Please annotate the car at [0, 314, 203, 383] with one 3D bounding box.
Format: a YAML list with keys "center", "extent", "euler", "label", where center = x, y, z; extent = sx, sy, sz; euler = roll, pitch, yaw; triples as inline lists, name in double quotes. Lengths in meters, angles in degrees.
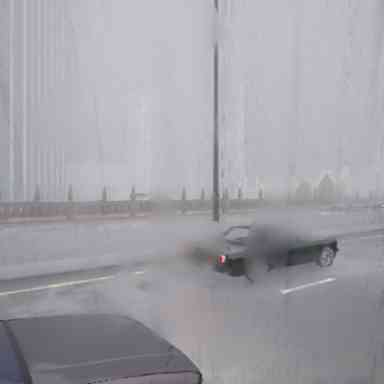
- center: [-2.435, 1.546, 2.013]
  extent: [5.357, 1.411, 2.033]
  euler: [0, 0, -36]
  label: "car"

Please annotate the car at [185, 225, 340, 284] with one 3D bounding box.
- center: [2.219, 1.609, 9.633]
  extent: [4.718, 1.301, 1.895]
  euler: [0, 0, -36]
  label: "car"

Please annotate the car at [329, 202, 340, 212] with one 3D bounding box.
- center: [17.602, 1.648, 38.052]
  extent: [4.181, 1.385, 1.994]
  euler: [0, 0, -35]
  label: "car"

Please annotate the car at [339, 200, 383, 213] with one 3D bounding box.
- center: [14.315, 1.618, 27.106]
  extent: [4.181, 1.385, 1.994]
  euler: [0, 0, -35]
  label: "car"
